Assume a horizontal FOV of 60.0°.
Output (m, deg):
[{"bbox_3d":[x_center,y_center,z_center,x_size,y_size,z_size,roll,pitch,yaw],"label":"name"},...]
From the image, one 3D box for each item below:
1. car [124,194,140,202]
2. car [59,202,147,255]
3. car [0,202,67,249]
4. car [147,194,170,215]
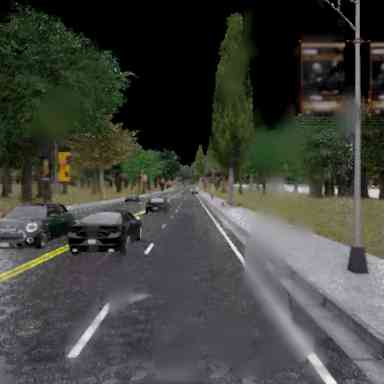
[{"bbox_3d":[-9.805,1.059,55.191,2.033,1.411,5.357,0,1,1],"label":"car"},{"bbox_3d":[-3.152,1.391,12.952,1.882,1.535,5.008,0,1,0],"label":"car"},{"bbox_3d":[-6.602,1.256,13.950,2.097,1.767,4.553,0,1,0],"label":"car"},{"bbox_3d":[-3.153,1.226,31.090,1.882,1.535,5.008,0,1,0],"label":"car"}]
